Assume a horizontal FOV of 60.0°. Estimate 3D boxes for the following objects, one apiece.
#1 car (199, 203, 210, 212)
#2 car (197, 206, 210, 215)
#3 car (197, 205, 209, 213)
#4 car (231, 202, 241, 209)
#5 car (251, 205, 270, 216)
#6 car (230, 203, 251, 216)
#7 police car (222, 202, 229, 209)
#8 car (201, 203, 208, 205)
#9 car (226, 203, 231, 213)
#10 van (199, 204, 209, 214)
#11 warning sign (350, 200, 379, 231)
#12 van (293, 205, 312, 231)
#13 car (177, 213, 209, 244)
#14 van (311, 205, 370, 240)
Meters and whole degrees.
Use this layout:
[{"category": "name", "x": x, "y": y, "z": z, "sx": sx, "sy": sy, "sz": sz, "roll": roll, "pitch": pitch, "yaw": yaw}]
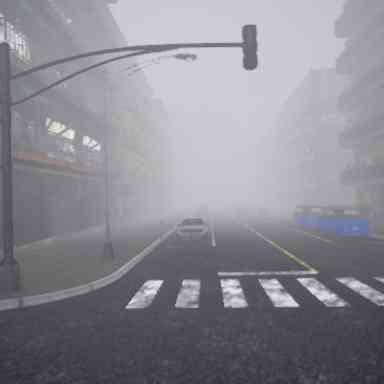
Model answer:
[{"category": "car", "x": 2.848, "y": 3.476, "z": 75.166, "sx": 2.192, "sy": 1.841, "sz": 5.009, "roll": -2, "pitch": -2, "yaw": 3}, {"category": "car", "x": 2.042, "y": 3.234, "z": 58.379, "sx": 2.008, "sy": 1.369, "sz": 4.403, "roll": -2, "pitch": -2, "yaw": 3}, {"category": "car", "x": 1.484, "y": 2.948, "z": 47.193, "sx": 1.802, "sy": 1.307, "sz": 4.206, "roll": -2, "pitch": -2, "yaw": 3}, {"category": "car", "x": 12.042, "y": 3.717, "z": 91.505, "sx": 2.192, "sy": 1.841, "sz": 5.009, "roll": -2, "pitch": -2, "yaw": 3}, {"category": "car", "x": 9.816, "y": 2.713, "z": 46.754, "sx": 1.802, "sy": 1.307, "sz": 4.206, "roll": -2, "pitch": -2, "yaw": 3}, {"category": "car", "x": 7.443, "y": 2.879, "z": 50.830, "sx": 1.994, "sy": 1.385, "sz": 4.181, "roll": -2, "pitch": -2, "yaw": 2}, {"category": "police car", "x": 10.156, "y": 3.873, "z": 91.341, "sx": 1.930, "sy": 1.638, "sz": 5.238, "roll": -2, "pitch": -2, "yaw": 3}, {"category": "car", "x": 1.758, "y": 2.965, "z": 52.790, "sx": 1.967, "sy": 1.590, "sz": 4.097, "roll": -2, "pitch": -2, "yaw": 3}, {"category": "car", "x": 8.005, "y": 3.201, "z": 62.184, "sx": 1.994, "sy": 1.385, "sz": 4.181, "roll": -2, "pitch": -2, "yaw": 3}, {"category": "van", "x": 2.313, "y": 3.183, "z": 63.978, "sx": 1.690, "sy": 1.788, "sz": 3.998, "roll": -2, "pitch": -2, "yaw": 3}, {"category": "warning sign", "x": 10.923, "y": 1.455, "z": 21.119, "sx": 1.300, "sy": 1.860, "sz": 1.060, "roll": -1, "pitch": -1, "yaw": 3}, {"category": "van", "x": 8.689, "y": 1.838, "z": 24.390, "sx": 1.690, "sy": 1.788, "sz": 3.998, "roll": -2, "pitch": -2, "yaw": 3}, {"category": "car", "x": 0.086, "y": 2.155, "z": 19.228, "sx": 1.802, "sy": 1.307, "sz": 4.206, "roll": -2, "pitch": -2, "yaw": 3}, {"category": "van", "x": 8.409, "y": 1.679, "z": 18.796, "sx": 1.690, "sy": 1.788, "sz": 3.998, "roll": -2, "pitch": -2, "yaw": 3}]
